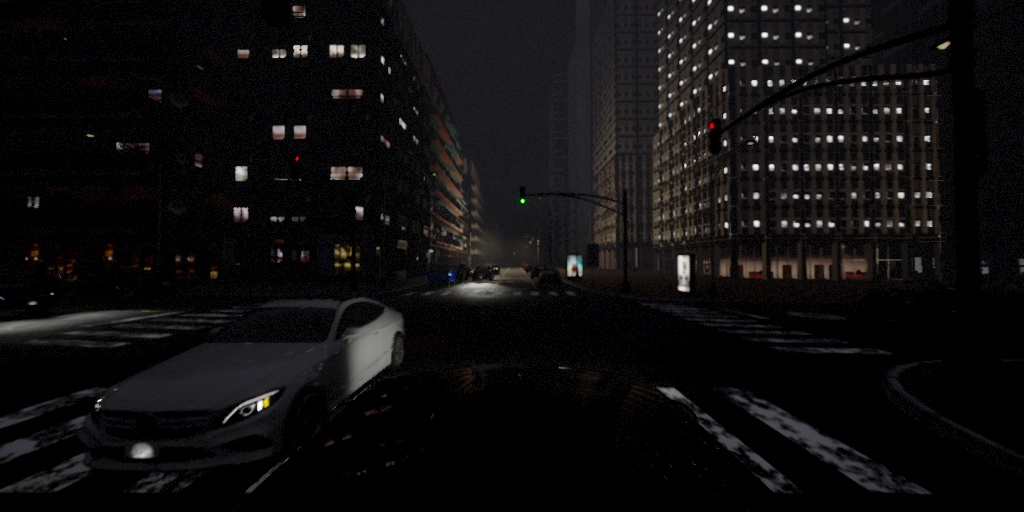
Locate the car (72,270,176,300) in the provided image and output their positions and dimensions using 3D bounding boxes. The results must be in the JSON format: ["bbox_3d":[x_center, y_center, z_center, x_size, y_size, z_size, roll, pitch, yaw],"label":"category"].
[{"bbox_3d":[-18.653,1.331,17.146,4.313,1.339,1.948,0,0,0],"label":"car"}]

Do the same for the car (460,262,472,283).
[{"bbox_3d":[-5.412,1.472,33.736,2.192,1.841,5.009,0,0,0],"label":"car"}]

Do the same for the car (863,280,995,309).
[{"bbox_3d":[19.537,1.782,17.230,4.403,1.370,2.007,0,0,0],"label":"car"}]

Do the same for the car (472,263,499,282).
[{"bbox_3d":[-2.720,1.654,34.286,2.128,1.511,4.902,0,-1,0],"label":"car"}]

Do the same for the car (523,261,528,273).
[{"bbox_3d":[3.151,1.855,55.774,1.967,1.591,4.097,0,0,0],"label":"car"}]

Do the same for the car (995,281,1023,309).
[{"bbox_3d":[25.106,1.850,17.224,4.403,1.370,2.007,0,0,0],"label":"car"}]

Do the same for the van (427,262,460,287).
[{"bbox_3d":[-5.457,1.429,28.208,1.690,1.789,3.998,0,0,0],"label":"van"}]

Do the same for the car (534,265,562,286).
[{"bbox_3d":[2.924,1.650,28.139,1.802,1.307,4.207,0,0,0],"label":"car"}]

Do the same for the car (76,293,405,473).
[{"bbox_3d":[-2.959,1.326,5.216,1.812,1.442,4.674,0,-1,0],"label":"car"}]

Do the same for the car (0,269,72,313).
[{"bbox_3d":[-17.525,1.189,11.389,4.674,1.442,1.812,1,-1,0],"label":"car"}]

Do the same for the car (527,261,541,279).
[{"bbox_3d":[3.015,1.646,39.193,1.967,1.591,4.097,0,0,0],"label":"car"}]
